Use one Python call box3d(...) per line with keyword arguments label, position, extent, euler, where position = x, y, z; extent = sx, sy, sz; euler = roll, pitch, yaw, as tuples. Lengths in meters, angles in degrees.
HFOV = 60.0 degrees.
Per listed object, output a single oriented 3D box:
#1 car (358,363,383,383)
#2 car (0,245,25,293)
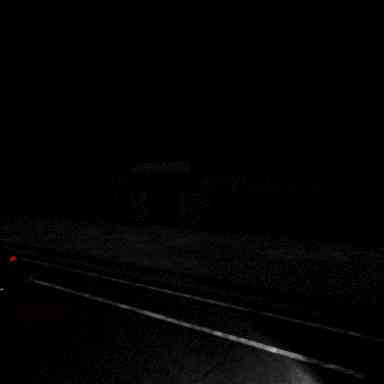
box3d(label="car", position=(3.215, 1.508, 1.268), extent=(4.792, 1.488, 2.163), euler=(0, 0, 36))
box3d(label="car", position=(-5.720, 1.549, 7.643), extent=(4.181, 1.385, 1.994), euler=(0, 0, 36))
